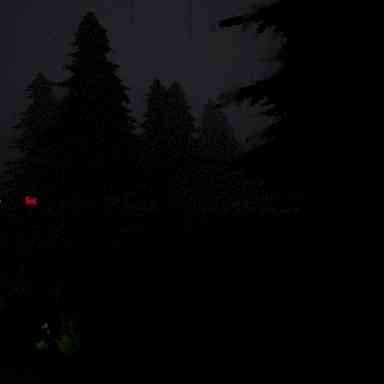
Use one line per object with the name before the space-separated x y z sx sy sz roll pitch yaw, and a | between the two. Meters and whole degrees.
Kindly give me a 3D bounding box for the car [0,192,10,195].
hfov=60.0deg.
car | -21.517 0.765 38.769 1.812 1.442 4.674 -3 2 -13
